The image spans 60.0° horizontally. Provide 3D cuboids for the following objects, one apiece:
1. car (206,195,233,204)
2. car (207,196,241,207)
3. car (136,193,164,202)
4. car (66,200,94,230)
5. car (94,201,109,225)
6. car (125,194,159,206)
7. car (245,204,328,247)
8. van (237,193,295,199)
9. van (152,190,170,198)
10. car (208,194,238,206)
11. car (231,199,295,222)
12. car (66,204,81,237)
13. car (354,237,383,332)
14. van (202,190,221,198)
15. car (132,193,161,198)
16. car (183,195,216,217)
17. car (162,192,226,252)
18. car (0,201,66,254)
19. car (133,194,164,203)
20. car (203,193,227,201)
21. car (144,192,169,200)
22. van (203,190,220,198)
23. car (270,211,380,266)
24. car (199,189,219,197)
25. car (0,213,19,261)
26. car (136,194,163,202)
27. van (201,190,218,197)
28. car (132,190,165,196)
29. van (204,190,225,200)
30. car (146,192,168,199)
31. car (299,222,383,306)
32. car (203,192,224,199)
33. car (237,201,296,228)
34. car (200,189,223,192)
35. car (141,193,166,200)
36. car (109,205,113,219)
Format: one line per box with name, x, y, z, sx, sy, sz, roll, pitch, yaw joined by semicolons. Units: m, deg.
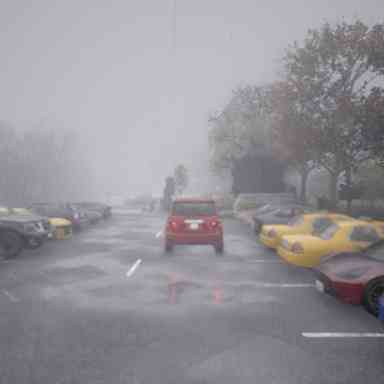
car;4.853;1.285;58.760;4.674;1.452;2.002;0;1;0
car;4.841;1.440;50.575;5.008;1.535;2.097;0;1;0
car;-8.400;1.080;67.114;5.366;1.575;1.946;0;1;0
car;-7.982;1.307;17.846;4.553;1.767;2.185;0;1;0
car;-7.978;1.417;20.634;4.792;1.488;2.163;0;1;0
car;-8.260;1.444;53.237;4.792;1.488;2.163;0;1;0
car;5.090;1.462;15.105;4.792;1.488;2.163;0;1;0
van;4.951;1.079;23.470;4.442;1.987;1.878;-1;1;0
van;-8.077;0.476;86.529;4.442;1.987;1.878;0;1;0
car;4.881;1.249;53.342;4.553;1.767;2.185;0;1;0
car;5.076;1.386;20.801;4.674;1.452;2.002;0;1;0
car;-8.024;1.471;15.069;5.008;1.535;2.097;0;0;0
car;5.035;1.487;4.070;5.008;1.535;2.097;0;0;0
van;4.771;0.528;80.886;4.442;1.987;1.878;0;1;0
car;-8.222;1.348;56.012;5.008;1.535;2.097;0;1;0
car;0.790;1.141;29.527;2.097;1.767;4.553;-1;0;12
car;0.093;1.202;14.003;2.150;2.045;5.566;0;1;1
car;-7.996;1.248;12.273;5.566;2.045;2.435;0;0;0
car;-8.036;1.212;61.563;5.366;1.575;1.946;0;1;0
car;4.840;1.010;69.836;4.792;1.488;2.163;0;1;0
car;-8.020;0.888;75.437;5.366;1.575;1.946;0;1;0
van;5.002;0.440;86.441;4.442;1.987;1.878;0;1;0
car;5.236;1.478;9.516;5.366;1.575;1.946;0;0;0
car;4.867;0.288;94.750;5.566;2.045;2.435;0;1;0
car;-8.036;1.520;9.486;4.892;1.521;2.231;0;0;0
car;-8.212;1.150;64.339;4.892;1.521;2.231;0;1;0
van;4.772;0.398;89.211;4.442;1.987;1.878;0;1;0
car;-8.196;1.030;58.781;5.566;2.045;2.435;0;1;0
van;4.987;0.687;72.723;4.442;1.987;1.878;0;1;0
car;-8.209;0.838;78.204;4.892;1.521;2.231;0;1;0
car;5.016;1.520;6.861;4.792;1.488;2.163;0;0;0
car;4.906;0.831;78.138;4.792;1.488;2.163;0;1;0
car;5.070;1.432;18.017;4.674;1.452;2.002;0;1;0
car;4.893;0.795;67.061;5.566;2.045;2.435;0;1;0
car;-8.394;0.947;72.785;5.366;1.575;1.946;0;1;0
car;-8.031;1.371;23.418;4.792;1.488;2.163;0;1;0
